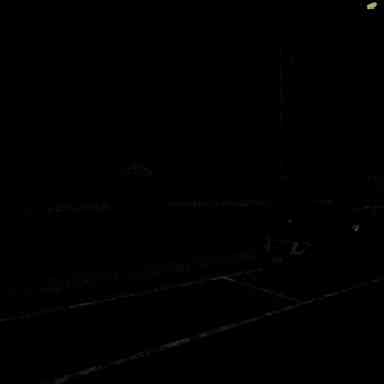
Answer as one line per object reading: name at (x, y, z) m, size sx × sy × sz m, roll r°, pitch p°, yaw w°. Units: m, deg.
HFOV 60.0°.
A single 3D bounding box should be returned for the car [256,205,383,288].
car at (4.104, 1.313, 9.466) m, size 5.009 × 1.841 × 2.192 m, roll 0°, pitch 0°, yaw -36°
